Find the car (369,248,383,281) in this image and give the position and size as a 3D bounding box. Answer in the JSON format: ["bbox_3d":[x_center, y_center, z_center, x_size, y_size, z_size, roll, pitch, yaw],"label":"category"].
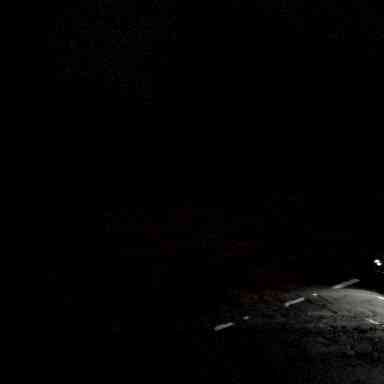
[{"bbox_3d":[6.624,1.490,8.623,5.357,1.411,2.033,0,0,-39],"label":"car"}]
